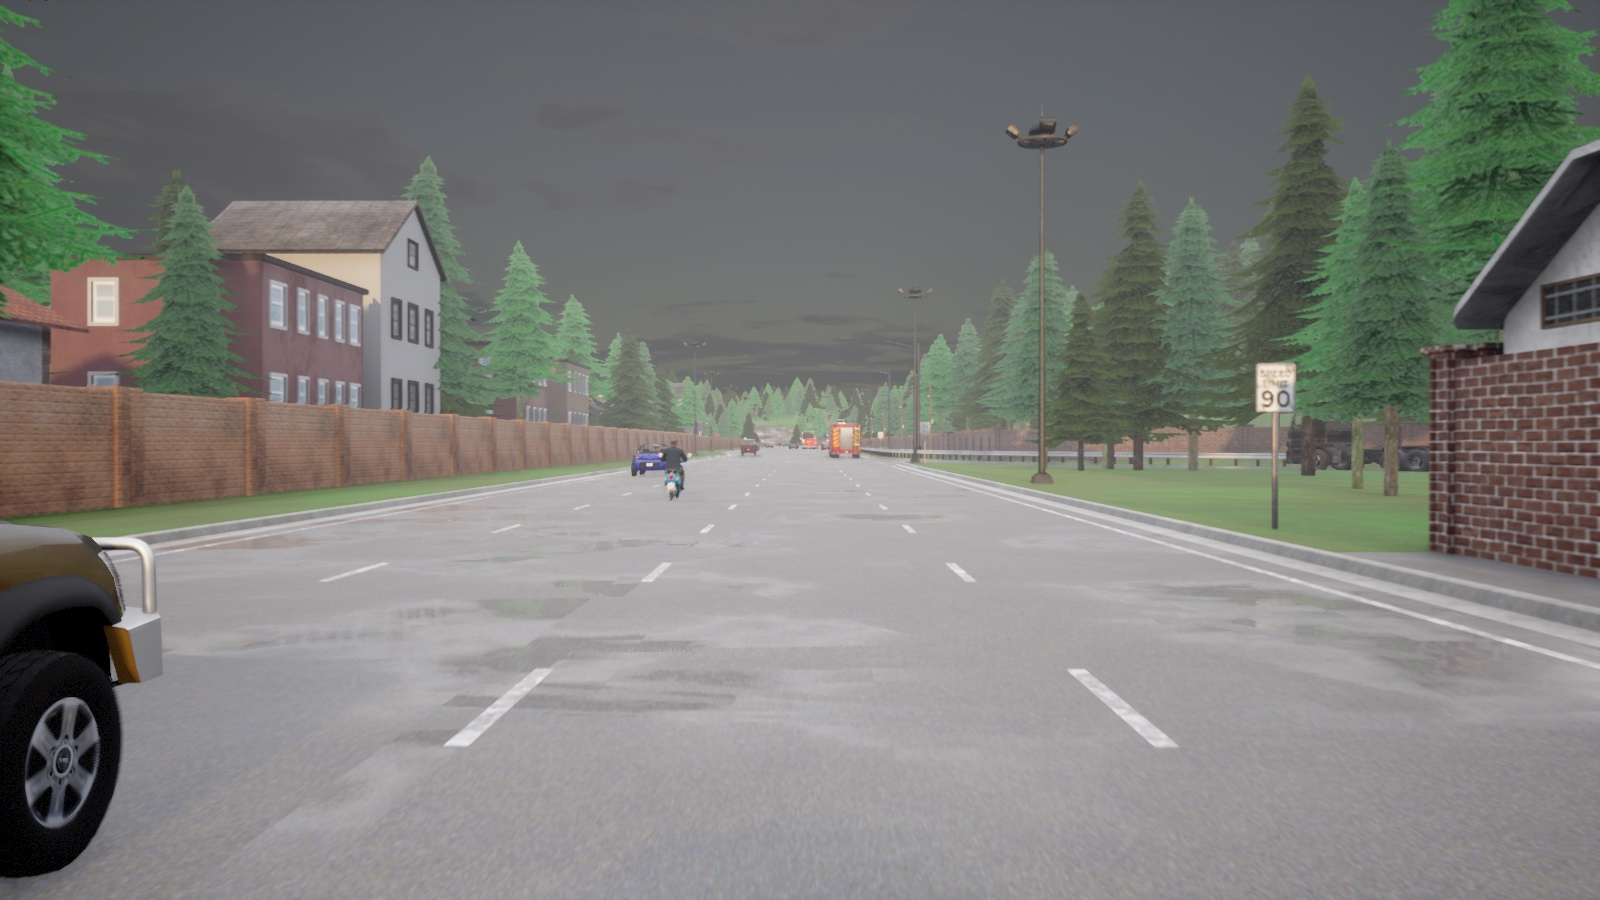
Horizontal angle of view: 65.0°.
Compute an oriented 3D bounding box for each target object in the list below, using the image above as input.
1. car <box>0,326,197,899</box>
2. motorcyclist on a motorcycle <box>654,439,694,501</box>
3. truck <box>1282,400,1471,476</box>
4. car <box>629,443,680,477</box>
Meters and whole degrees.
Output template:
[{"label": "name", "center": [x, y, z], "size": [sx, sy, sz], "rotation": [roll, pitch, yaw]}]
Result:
[{"label": "car", "center": [-3.469, 0.544, 2.880], "size": [1.932, 1.855, 4.605], "rotation": [0, 0, 0]}, {"label": "motorcyclist on a motorcycle", "center": [-3.299, 0.510, 33.110], "size": [0.866, 1.590, 1.817], "rotation": [0, 0, 0]}, {"label": "truck", "center": [28.042, -0.560, 61.434], "size": [2.891, 3.462, 7.936], "rotation": [0, 0, -38]}, {"label": "car", "center": [-6.662, 0.429, 57.748], "size": [1.816, 1.474, 4.193], "rotation": [0, 0, 0]}]
